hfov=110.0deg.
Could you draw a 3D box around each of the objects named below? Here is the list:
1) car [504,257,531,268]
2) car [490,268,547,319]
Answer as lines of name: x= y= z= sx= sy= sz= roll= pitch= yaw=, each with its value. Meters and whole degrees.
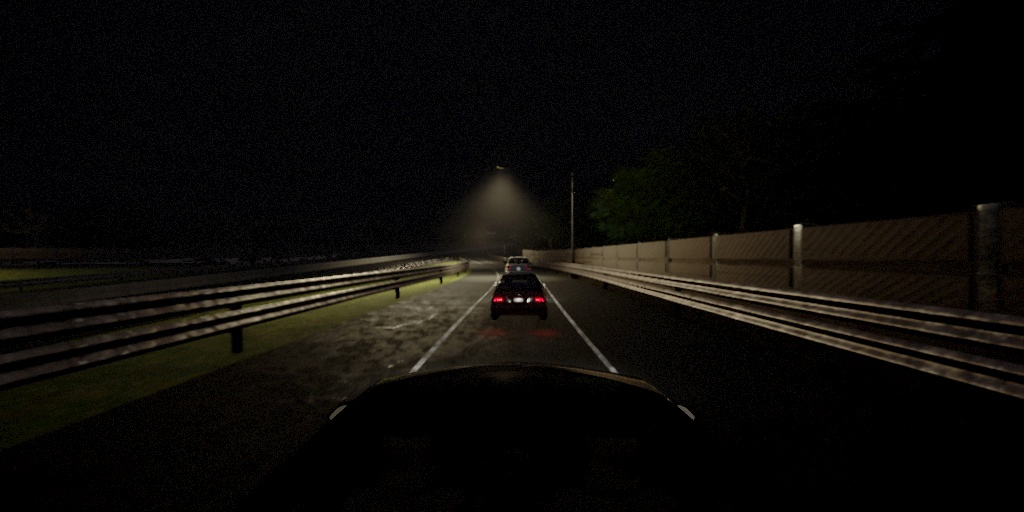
car: x=0.489 y=1.084 z=31.399 sx=2.150 sy=2.045 sz=5.566 roll=0 pitch=0 yaw=-1
car: x=0.259 y=1.342 z=13.001 sx=2.033 sy=1.411 sz=5.357 roll=0 pitch=0 yaw=1
